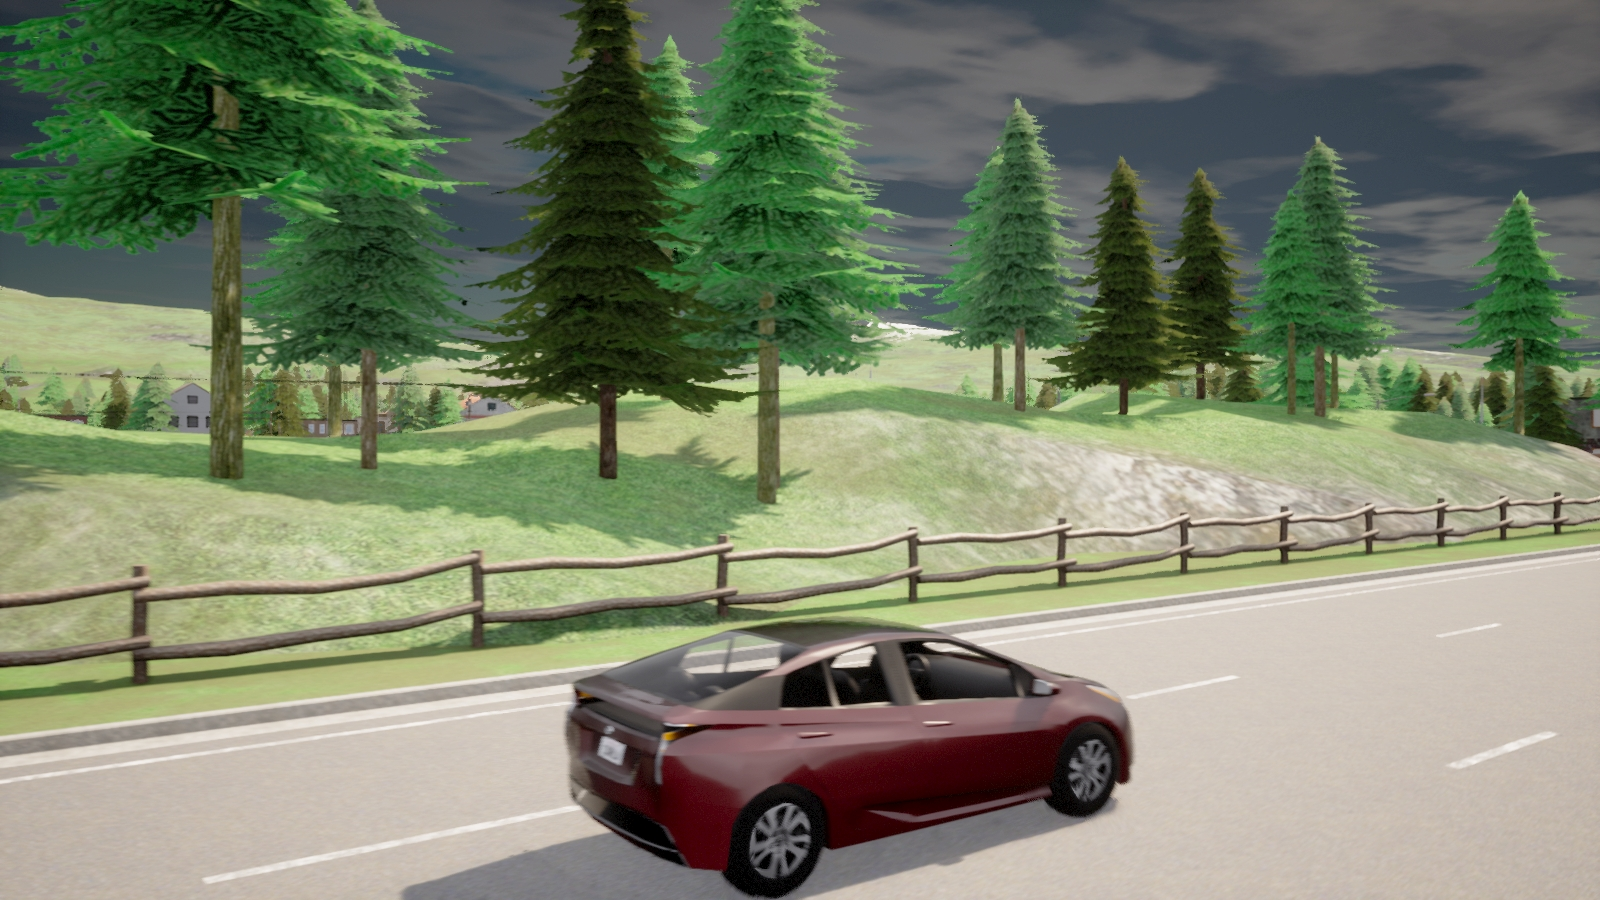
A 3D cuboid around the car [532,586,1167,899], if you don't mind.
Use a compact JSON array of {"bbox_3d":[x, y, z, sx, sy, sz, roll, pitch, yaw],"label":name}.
[{"bbox_3d":[0.510,2.047,8.643,4.514,1.525,2.007,0,0,-35],"label":"car"}]
